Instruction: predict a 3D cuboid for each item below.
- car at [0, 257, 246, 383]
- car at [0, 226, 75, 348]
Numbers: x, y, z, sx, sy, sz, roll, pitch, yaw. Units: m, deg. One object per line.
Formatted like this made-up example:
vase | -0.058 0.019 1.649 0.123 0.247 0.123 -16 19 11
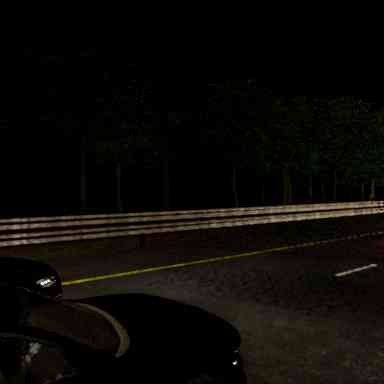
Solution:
car | -1.788 1.479 2.471 5.008 1.535 1.882 -1 0 -36
car | -4.511 1.498 4.827 4.902 1.511 2.128 0 0 -36
